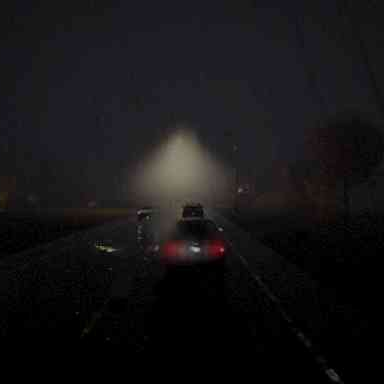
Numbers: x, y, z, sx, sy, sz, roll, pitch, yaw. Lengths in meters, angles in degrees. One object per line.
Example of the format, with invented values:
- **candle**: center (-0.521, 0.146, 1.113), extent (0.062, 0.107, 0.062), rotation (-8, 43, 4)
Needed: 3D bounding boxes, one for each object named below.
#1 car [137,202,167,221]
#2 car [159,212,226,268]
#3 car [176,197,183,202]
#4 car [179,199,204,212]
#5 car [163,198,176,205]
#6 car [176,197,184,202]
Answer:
- **car**: center (-3.593, 1.801, 29.204), extent (1.895, 1.301, 4.718), rotation (0, 0, 0)
- **car**: center (0.097, 1.625, 11.460), extent (2.033, 1.411, 5.357), rotation (0, 0, 0)
- **car**: center (-3.398, 1.977, 85.842), extent (1.812, 1.442, 4.674), rotation (0, 0, -2)
- **car**: center (0.104, 1.708, 31.499), extent (2.128, 1.511, 4.902), rotation (0, 0, 0)
- **car**: center (-5.143, 2.049, 70.436), extent (1.994, 1.385, 4.181), rotation (0, 0, -8)
- **car**: center (-3.480, 2.126, 94.961), extent (2.128, 1.511, 4.902), rotation (0, 0, 0)
